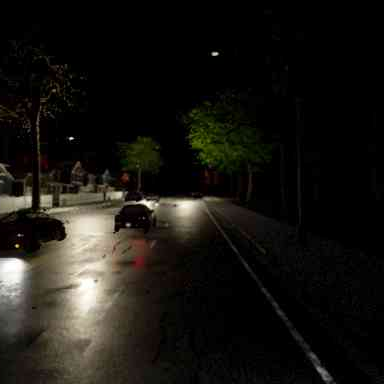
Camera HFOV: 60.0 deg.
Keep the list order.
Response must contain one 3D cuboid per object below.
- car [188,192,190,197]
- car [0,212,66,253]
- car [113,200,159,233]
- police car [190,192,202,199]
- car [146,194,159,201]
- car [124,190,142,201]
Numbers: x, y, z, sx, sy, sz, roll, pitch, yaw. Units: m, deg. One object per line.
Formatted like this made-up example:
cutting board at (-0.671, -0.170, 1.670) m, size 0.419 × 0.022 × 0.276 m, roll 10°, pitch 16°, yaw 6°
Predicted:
car at (-0.010, 0.602, 92.168) m, size 1.812 × 1.442 × 4.674 m, roll 0°, pitch 0°, yaw 0°
car at (-6.599, 1.491, 13.182) m, size 1.994 × 1.385 × 4.181 m, roll 0°, pitch 0°, yaw 0°
car at (-3.152, 1.410, 18.745) m, size 1.812 × 1.442 × 4.674 m, roll 0°, pitch 1°, yaw 0°
police car at (1.129, 0.761, 74.015) m, size 1.930 × 1.638 × 5.238 m, roll 0°, pitch 0°, yaw 0°
car at (-6.559, 1.031, 55.820) m, size 1.812 × 1.442 × 4.674 m, roll 0°, pitch 1°, yaw 0°
car at (-9.808, 0.724, 55.822) m, size 2.150 × 2.045 × 5.566 m, roll 0°, pitch 1°, yaw 0°
